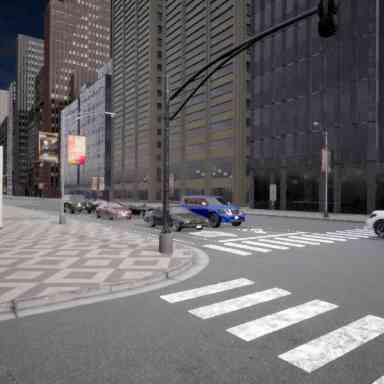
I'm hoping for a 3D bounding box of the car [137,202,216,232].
[{"bbox_3d":[-1.153,1.569,20.803,2.033,1.411,5.357,1,-1,-35],"label":"car"}]

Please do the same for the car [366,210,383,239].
[{"bbox_3d":[11.090,1.234,15.202,2.150,2.045,5.566,0,-1,-36],"label":"car"}]

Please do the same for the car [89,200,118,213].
[{"bbox_3d":[-10.564,1.653,39.562,1.812,1.442,4.674,1,-1,-35],"label":"car"}]

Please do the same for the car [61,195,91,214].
[{"bbox_3d":[-13.076,1.324,37.492,2.150,2.045,5.566,1,-1,-36],"label":"car"}]

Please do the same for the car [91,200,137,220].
[{"bbox_3d":[-6.851,1.585,28.769,1.812,1.442,4.674,1,-1,-36],"label":"car"}]

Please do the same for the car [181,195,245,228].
[{"bbox_3d":[1.175,1.269,23.126,2.150,2.045,5.566,1,-1,-36],"label":"car"}]
